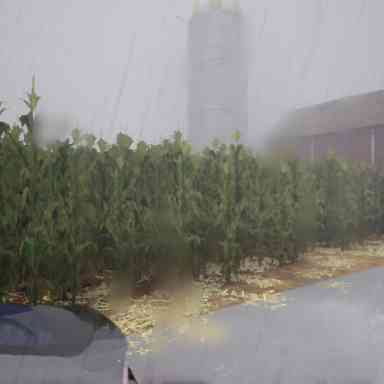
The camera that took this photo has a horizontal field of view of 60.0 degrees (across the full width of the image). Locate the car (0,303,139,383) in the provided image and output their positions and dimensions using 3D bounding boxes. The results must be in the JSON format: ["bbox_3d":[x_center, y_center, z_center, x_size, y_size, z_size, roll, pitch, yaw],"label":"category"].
[{"bbox_3d":[-2.609,1.494,1.546,4.902,1.511,2.128,0,0,-37],"label":"car"}]
